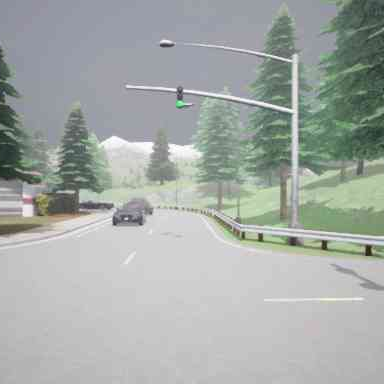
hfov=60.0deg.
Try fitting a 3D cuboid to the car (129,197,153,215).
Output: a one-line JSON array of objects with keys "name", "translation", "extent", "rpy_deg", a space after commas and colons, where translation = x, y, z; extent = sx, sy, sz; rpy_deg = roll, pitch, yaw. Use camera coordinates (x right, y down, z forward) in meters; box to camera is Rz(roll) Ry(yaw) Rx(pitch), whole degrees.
[{"name": "car", "translation": [-5.336, 1.335, 33.321], "extent": [2.097, 1.767, 4.553], "rpy_deg": [0, 0, -20]}]

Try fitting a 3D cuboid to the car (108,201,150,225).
[{"name": "car", "translation": [-4.359, 1.552, 23.544], "extent": [1.994, 1.385, 4.181], "rpy_deg": [0, 0, -3]}]

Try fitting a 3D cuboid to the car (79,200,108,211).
[{"name": "car", "translation": [-12.023, 1.586, 40.962], "extent": [4.718, 1.301, 1.895], "rpy_deg": [0, 0, 13]}]
